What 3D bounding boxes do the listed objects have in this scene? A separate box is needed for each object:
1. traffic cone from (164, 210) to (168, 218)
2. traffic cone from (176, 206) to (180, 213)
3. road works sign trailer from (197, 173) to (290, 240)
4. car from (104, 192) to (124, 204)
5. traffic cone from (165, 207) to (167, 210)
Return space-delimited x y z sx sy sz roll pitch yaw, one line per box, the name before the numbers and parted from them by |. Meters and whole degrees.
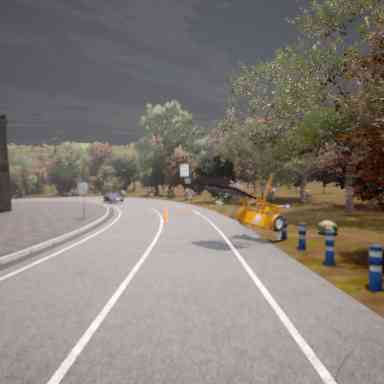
traffic cone | -1.822 1.722 23.165 0.340 0.580 0.340 -1 2 -4
traffic cone | -1.261 1.526 29.206 0.340 0.580 0.340 -1 2 -3
road works sign trailer | 2.273 0.063 14.422 3.560 2.880 2.380 23 -8 -34
car | -10.704 0.794 45.434 2.128 1.511 4.902 -3 2 -28
traffic cone | -1.966 1.663 25.159 0.340 0.580 0.340 -1 2 -4
